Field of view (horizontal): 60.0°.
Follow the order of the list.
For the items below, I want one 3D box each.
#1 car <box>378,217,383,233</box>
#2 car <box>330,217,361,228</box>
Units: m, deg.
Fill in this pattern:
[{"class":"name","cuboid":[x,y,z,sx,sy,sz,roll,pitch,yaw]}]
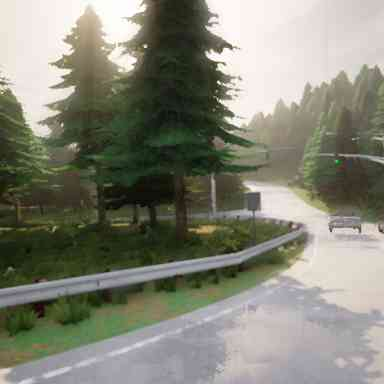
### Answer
[{"class":"car","cuboid":[13.063,1.998,20.989,1.812,1.442,4.674,-2,-2,20]},{"class":"car","cuboid":[9.855,1.822,21.698,1.895,1.301,4.718,-2,-2,20]}]
